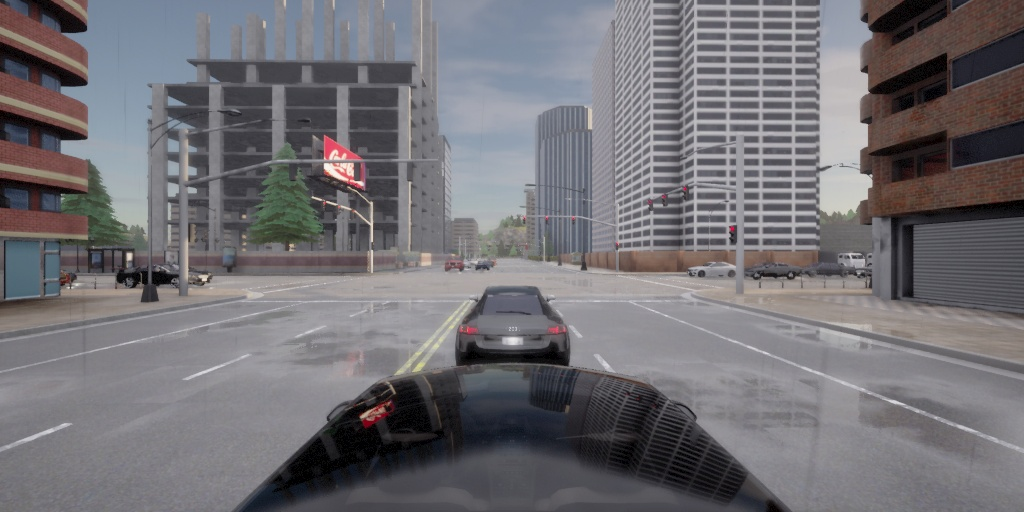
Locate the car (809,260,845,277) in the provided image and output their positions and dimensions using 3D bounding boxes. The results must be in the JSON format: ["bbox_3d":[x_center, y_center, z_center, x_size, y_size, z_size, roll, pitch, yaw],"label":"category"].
[{"bbox_3d":[29.662,1.297,34.238,5.357,1.411,2.033,0,0,-1],"label":"car"}]

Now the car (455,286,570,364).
[{"bbox_3d":[0.009,1.314,7.674,1.994,1.385,4.181,0,0,0],"label":"car"}]

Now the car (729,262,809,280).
[{"bbox_3d":[21.845,1.241,30.627,4.902,1.511,2.128,0,0,-1],"label":"car"}]

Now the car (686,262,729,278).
[{"bbox_3d":[19.080,1.276,34.066,4.674,1.442,1.812,0,0,-1],"label":"car"}]

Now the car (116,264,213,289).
[{"bbox_3d":[-22.017,1.241,22.763,4.902,1.511,2.128,0,0,-1],"label":"car"}]

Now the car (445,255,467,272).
[{"bbox_3d":[-7.572,0.971,47.604,2.150,2.045,5.566,0,0,-4],"label":"car"}]

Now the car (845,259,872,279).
[{"bbox_3d":[32.218,1.241,30.768,4.902,1.511,2.128,0,0,-1],"label":"car"}]

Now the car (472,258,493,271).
[{"bbox_3d":[-4.062,1.351,50.056,1.895,1.301,4.718,0,0,-1],"label":"car"}]

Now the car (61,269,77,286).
[{"bbox_3d":[-31.119,1.102,22.631,4.553,1.767,2.097,0,0,-1],"label":"car"}]

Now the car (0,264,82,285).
[{"bbox_3d":[-34.601,1.314,26.081,4.181,1.385,1.994,0,0,-1],"label":"car"}]

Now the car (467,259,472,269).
[{"bbox_3d":[-7.622,1.276,57.281,1.812,1.442,4.674,0,0,0],"label":"car"}]

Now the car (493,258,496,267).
[{"bbox_3d":[-4.146,1.314,60.653,1.994,1.385,4.181,0,0,0],"label":"car"}]

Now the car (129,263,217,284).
[{"bbox_3d":[-24.698,1.276,26.246,4.674,1.442,1.812,0,0,-1],"label":"car"}]
